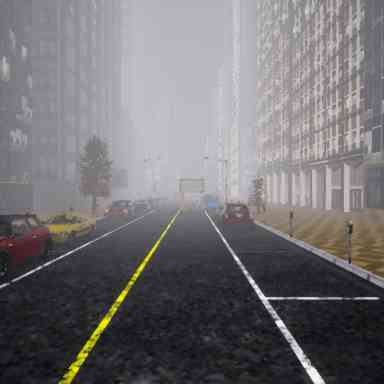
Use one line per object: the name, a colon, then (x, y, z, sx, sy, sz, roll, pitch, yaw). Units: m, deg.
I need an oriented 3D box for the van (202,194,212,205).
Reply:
van: (2.681, 1.331, 60.762, 1.690, 1.788, 3.998, -1, 0, 0)

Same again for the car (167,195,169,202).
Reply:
car: (-5.697, 1.572, 60.762, 1.802, 1.307, 4.206, -1, 0, 0)

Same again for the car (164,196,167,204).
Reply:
car: (-5.698, 1.541, 55.078, 2.008, 1.369, 4.403, -1, 0, 0)

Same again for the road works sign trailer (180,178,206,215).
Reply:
road works sign trailer: (-0.007, 0.419, 33.048, 2.380, 3.560, 2.880, 0, 1, 0)

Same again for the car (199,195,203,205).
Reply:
car: (2.681, 1.306, 55.078, 2.192, 1.841, 5.009, -1, 0, 0)

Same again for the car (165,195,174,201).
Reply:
car: (-5.697, 1.536, 83.496, 2.008, 1.369, 4.403, -1, 0, 0)

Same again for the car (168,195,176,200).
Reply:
car: (-5.697, 1.565, 94.863, 1.802, 1.307, 4.206, -1, 0, 0)

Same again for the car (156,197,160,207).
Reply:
car: (-5.697, 1.558, 43.711, 1.947, 1.339, 4.313, -1, 0, 0)

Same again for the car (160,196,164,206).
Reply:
car: (-5.697, 1.536, 49.395, 1.887, 1.381, 4.507, -1, 0, 0)

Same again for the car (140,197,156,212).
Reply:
car: (-5.698, 1.544, 38.027, 2.008, 1.369, 4.403, -1, 0, 0)

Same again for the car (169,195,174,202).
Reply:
car: (-5.698, 1.539, 72.129, 2.008, 1.369, 4.403, -1, 0, 0)

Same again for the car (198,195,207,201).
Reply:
car: (2.683, 1.536, 83.496, 2.008, 1.369, 4.403, -1, 0, 0)

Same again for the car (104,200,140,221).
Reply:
car: (-5.699, 1.435, 26.660, 1.967, 1.590, 4.097, -1, 0, 0)

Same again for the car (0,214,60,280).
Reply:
car: (-5.699, 1.438, 9.609, 1.967, 1.590, 4.097, -1, 0, 0)

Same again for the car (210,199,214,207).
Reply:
car: (2.683, 1.520, 26.830, 1.752, 1.417, 4.829, -1, 0, 0)

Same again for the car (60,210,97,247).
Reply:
car: (-5.698, 1.522, 15.123, 1.752, 1.417, 4.829, -1, 0, 0)

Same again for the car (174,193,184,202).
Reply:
car: (-3.000, 1.163, 76.695, 2.150, 2.045, 5.566, 0, 0, 0)

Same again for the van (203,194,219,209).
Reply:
van: (2.681, 1.334, 43.711, 1.690, 1.788, 3.998, -1, 0, 0)

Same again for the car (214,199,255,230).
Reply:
car: (2.682, 1.436, 20.977, 1.967, 1.590, 4.097, -1, 0, 0)
